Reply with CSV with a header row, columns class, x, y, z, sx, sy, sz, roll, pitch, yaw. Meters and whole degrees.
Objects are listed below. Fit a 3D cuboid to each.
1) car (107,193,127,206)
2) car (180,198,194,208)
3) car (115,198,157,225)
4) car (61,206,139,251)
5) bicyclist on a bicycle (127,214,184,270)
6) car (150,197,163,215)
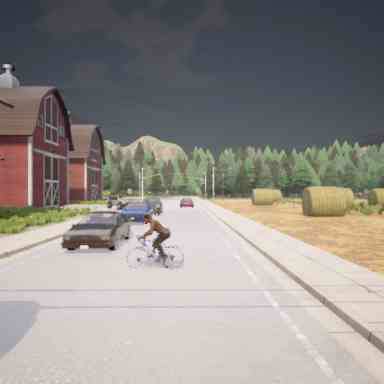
class,x,y,z,sx,sy,sz,roll,pitch,yaw
car,-8.353,1.144,38.914,1.905,1.878,3.866,8,-4,-43
car,-0.767,1.561,48.753,1.994,1.385,4.181,0,0,-1
car,-3.951,1.477,24.396,1.882,1.535,5.008,0,0,0
car,-3.827,1.547,14.340,2.033,1.411,5.357,0,0,-1
bicyclist on a bicycle,-1.080,1.451,9.616,1.656,1.620,0.582,-2,0,-1
car,-4.094,1.351,33.794,2.097,1.767,4.553,0,0,-1
